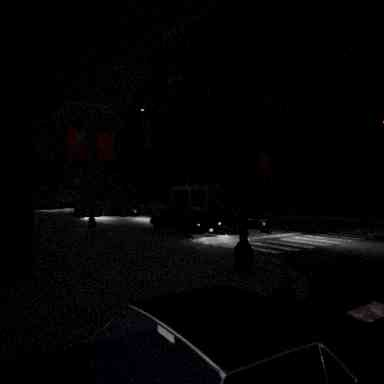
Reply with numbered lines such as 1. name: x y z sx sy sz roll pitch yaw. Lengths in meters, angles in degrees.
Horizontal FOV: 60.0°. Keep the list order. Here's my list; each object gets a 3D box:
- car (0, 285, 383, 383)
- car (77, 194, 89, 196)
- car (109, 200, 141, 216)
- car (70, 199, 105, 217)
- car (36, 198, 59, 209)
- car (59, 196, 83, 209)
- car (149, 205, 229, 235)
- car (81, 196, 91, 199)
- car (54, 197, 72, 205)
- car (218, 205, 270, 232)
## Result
1. car: -0.082 1.601 2.547 4.718 1.301 1.895 0 0 -34
2. car: -21.928 1.475 66.133 2.150 2.045 5.566 0 0 -36
3. car: -6.827 1.606 33.661 2.128 1.511 4.902 0 0 -35
4. car: -10.121 1.677 32.675 1.994 1.385 4.181 0 0 -36
5. car: -21.281 1.691 48.359 1.882 1.535 5.008 0 0 -36
6. car: -18.464 1.719 50.001 1.812 1.442 4.674 0 0 -36
7. car: -0.557 1.598 19.369 2.033 1.411 5.357 0 0 -36
8. car: -19.134 1.819 56.681 1.895 1.301 4.718 0 0 -36
9. car: -25.210 1.746 65.129 2.128 1.511 4.902 0 0 -36
10. car: 2.576 1.545 20.643 2.128 1.511 4.902 0 0 -37
